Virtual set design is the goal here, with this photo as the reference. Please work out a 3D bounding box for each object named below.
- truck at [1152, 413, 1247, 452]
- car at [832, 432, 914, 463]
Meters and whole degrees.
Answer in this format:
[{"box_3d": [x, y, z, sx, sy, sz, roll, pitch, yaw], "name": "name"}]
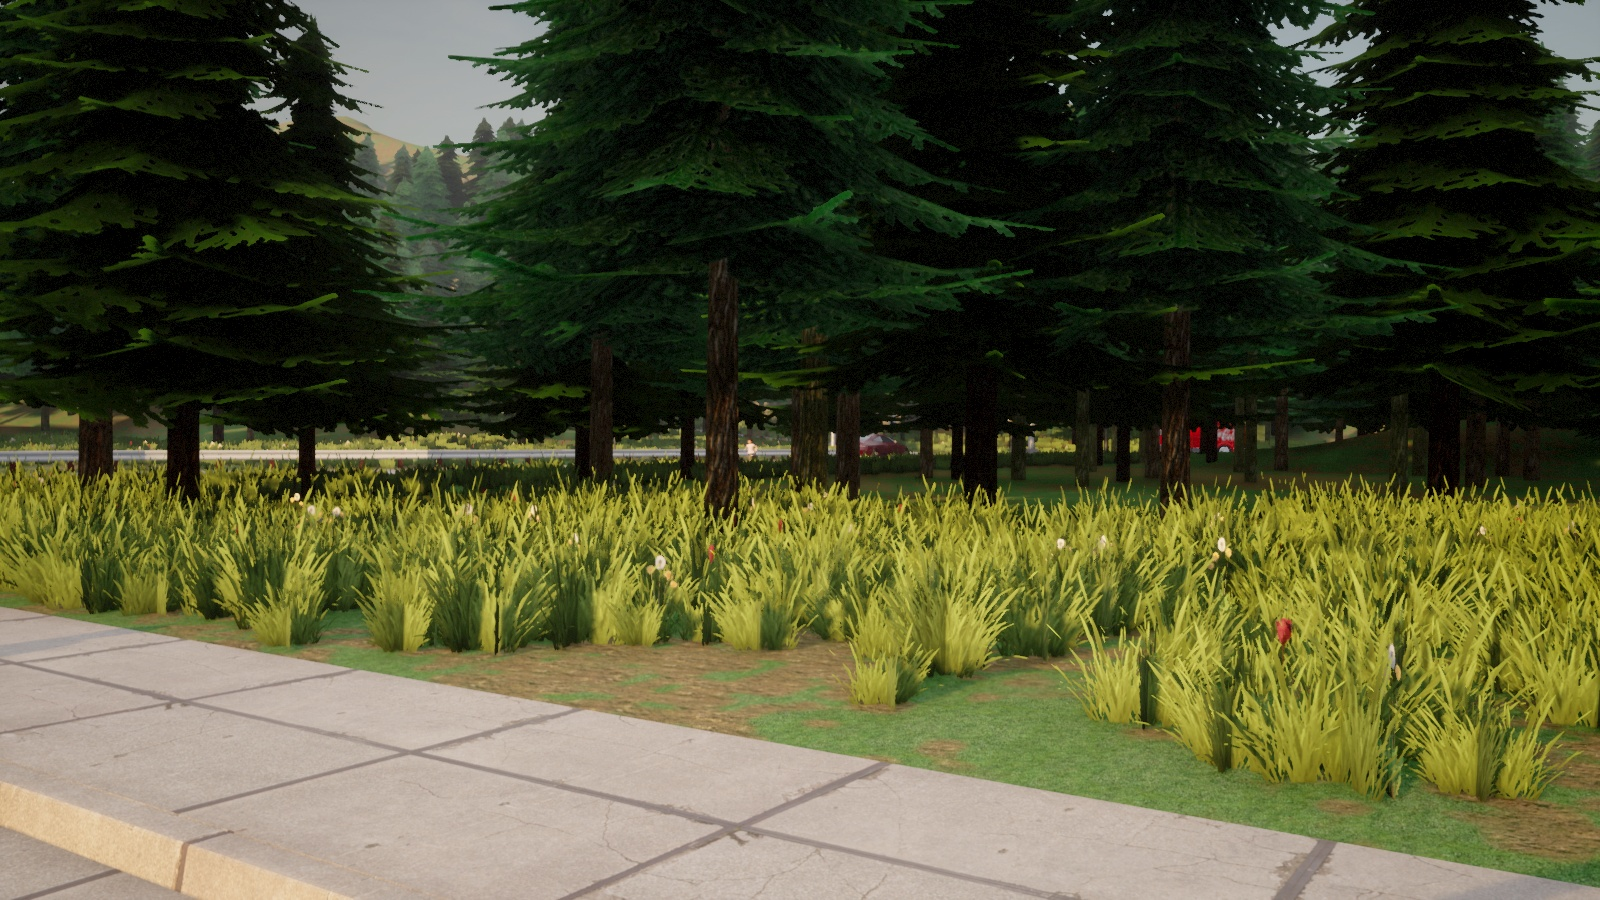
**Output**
[{"box_3d": [25.592, -1.110, 80.606, 5.204, 2.467, 2.627, 0, 1, -3], "name": "truck"}, {"box_3d": [3.571, -0.137, 60.668, 1.812, 1.442, 4.674, 0, 1, 35], "name": "car"}]
